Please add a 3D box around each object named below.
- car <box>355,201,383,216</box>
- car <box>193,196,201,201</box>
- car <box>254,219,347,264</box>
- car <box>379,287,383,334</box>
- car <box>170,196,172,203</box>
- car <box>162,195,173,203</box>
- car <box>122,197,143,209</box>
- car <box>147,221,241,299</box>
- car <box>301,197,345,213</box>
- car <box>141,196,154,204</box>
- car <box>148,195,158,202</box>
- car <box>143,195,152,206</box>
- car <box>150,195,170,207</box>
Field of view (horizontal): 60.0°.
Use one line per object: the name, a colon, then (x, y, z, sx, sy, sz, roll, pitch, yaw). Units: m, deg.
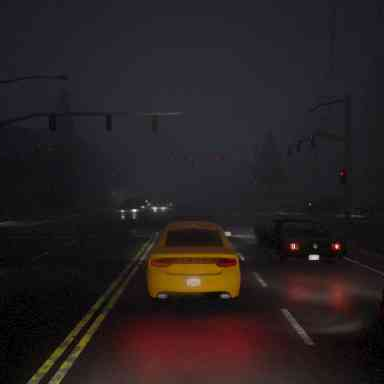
car: (18.770, 1.547, 32.211, 5.357, 1.411, 2.033, 0, 0, -2)
car: (1.298, 1.595, 88.224, 1.895, 1.301, 4.718, 0, 0, -1)
car: (3.501, 1.601, 11.811, 1.895, 1.301, 4.718, 0, 0, -1)
car: (3.597, 1.478, 2.721, 1.882, 1.535, 5.008, 0, 0, 0)
car: (-5.049, 1.351, 60.539, 2.097, 1.767, 4.553, 0, 0, -1)
car: (-5.253, 1.525, 70.845, 2.128, 1.511, 4.902, 0, 0, -1)
car: (-8.217, 1.506, 45.061, 1.837, 1.490, 4.892, 0, 0, 0)
car: (0.033, 1.478, 8.487, 1.882, 1.535, 5.008, 0, 0, 0)
car: (14.080, 1.352, 35.576, 4.553, 1.767, 2.097, 0, 0, -2)
car: (-8.645, 1.547, 65.394, 2.033, 1.411, 5.357, 0, 0, -1)
car: (-8.878, 1.471, 75.606, 1.882, 1.535, 5.008, 0, 0, -1)
car: (-8.429, 1.547, 55.156, 2.033, 1.411, 5.357, 0, 0, -1)
car: (-4.789, 1.564, 49.835, 1.994, 1.385, 4.181, 0, 0, -1)
